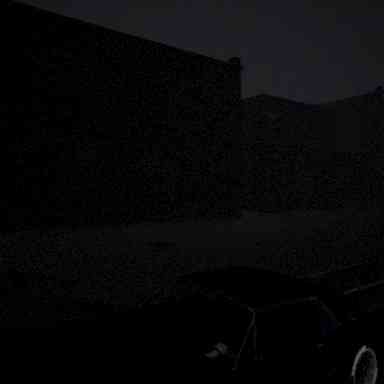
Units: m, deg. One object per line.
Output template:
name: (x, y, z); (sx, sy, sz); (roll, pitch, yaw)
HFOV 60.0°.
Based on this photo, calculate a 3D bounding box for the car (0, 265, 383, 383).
car: (0.266, 1.617, 3.566); (4.718, 1.301, 1.895); (1, 0, -35)
